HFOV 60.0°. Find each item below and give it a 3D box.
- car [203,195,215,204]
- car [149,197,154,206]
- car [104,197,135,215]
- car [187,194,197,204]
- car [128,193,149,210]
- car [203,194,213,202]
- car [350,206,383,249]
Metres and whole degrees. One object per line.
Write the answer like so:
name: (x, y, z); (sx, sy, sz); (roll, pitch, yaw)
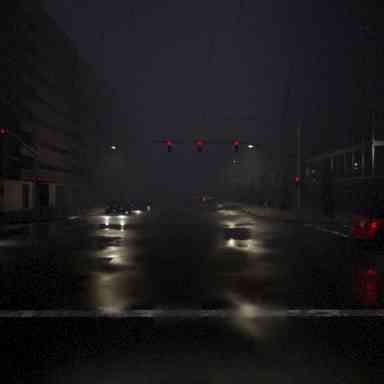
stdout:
car: (3.461, 1.491, 64.666); (2.128, 1.511, 4.902); (0, 0, 1)
car: (-7.340, 1.547, 54.552); (2.033, 1.411, 5.357); (0, 0, 1)
car: (-7.466, 1.526, 34.177); (1.812, 1.442, 4.674); (0, 0, 0)
car: (-0.038, 1.564, 64.574); (1.994, 1.385, 4.181); (0, 0, 1)
car: (-7.452, 1.221, 44.088); (2.150, 2.045, 5.566); (0, 0, 1)
car: (3.465, 1.355, 74.531); (2.097, 1.767, 4.553); (0, 0, 1)
car: (9.243, 1.397, 13.936); (4.553, 1.767, 2.097); (1, 0, 0)
